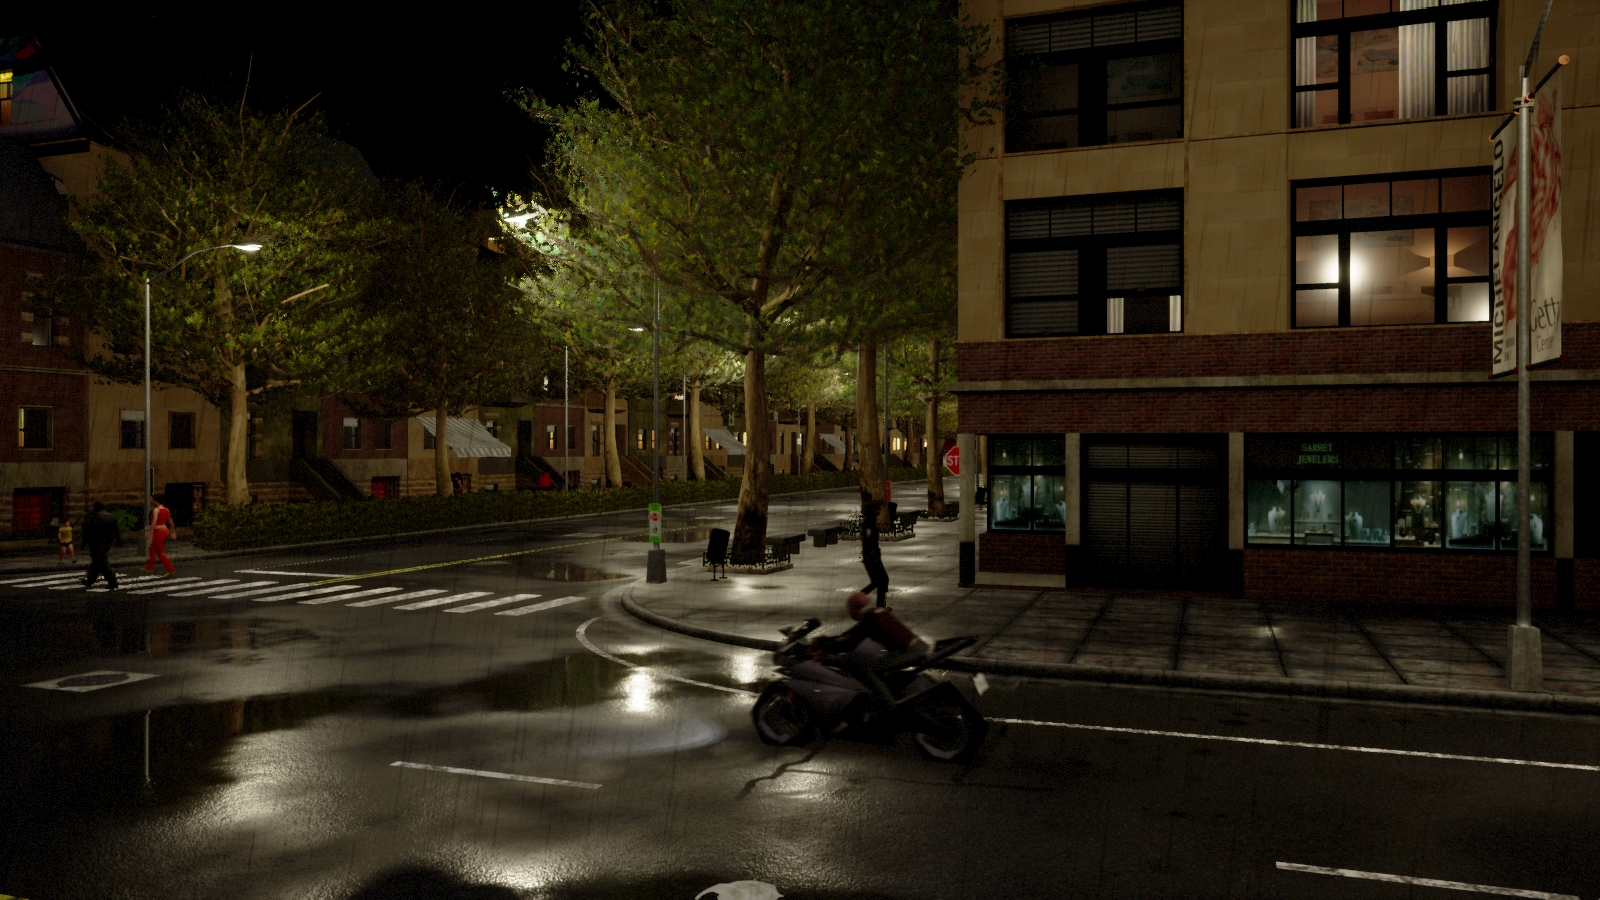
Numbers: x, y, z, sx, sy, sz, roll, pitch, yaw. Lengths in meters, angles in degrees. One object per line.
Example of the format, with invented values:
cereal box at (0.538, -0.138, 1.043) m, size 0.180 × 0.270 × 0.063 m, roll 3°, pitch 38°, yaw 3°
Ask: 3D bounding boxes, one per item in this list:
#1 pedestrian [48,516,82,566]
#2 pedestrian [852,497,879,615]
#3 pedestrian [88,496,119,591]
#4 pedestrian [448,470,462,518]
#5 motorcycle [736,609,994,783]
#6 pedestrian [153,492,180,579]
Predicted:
pedestrian at (-16.985, 2.089, 26.401) m, size 0.500 × 1.100 × 0.500 m, roll 0°, pitch 0°, yaw 31°
pedestrian at (1.056, 1.699, 18.397) m, size 0.375 × 1.860 × 0.375 m, roll 0°, pitch 0°, yaw -7°
pedestrian at (-13.889, 1.849, 22.774) m, size 0.375 × 1.860 × 0.375 m, roll 0°, pitch 0°, yaw 19°
pedestrian at (-13.333, 1.696, 44.178) m, size 0.375 × 1.860 × 0.375 m, roll 0°, pitch 0°, yaw 19°
motorcycle at (0.597, 2.205, 10.519) m, size 2.209 × 1.251 × 0.867 m, roll 0°, pitch 0°, yaw 21°
pedestrian at (-13.792, 1.849, 24.885) m, size 0.375 × 1.860 × 0.375 m, roll 0°, pitch 0°, yaw 6°
